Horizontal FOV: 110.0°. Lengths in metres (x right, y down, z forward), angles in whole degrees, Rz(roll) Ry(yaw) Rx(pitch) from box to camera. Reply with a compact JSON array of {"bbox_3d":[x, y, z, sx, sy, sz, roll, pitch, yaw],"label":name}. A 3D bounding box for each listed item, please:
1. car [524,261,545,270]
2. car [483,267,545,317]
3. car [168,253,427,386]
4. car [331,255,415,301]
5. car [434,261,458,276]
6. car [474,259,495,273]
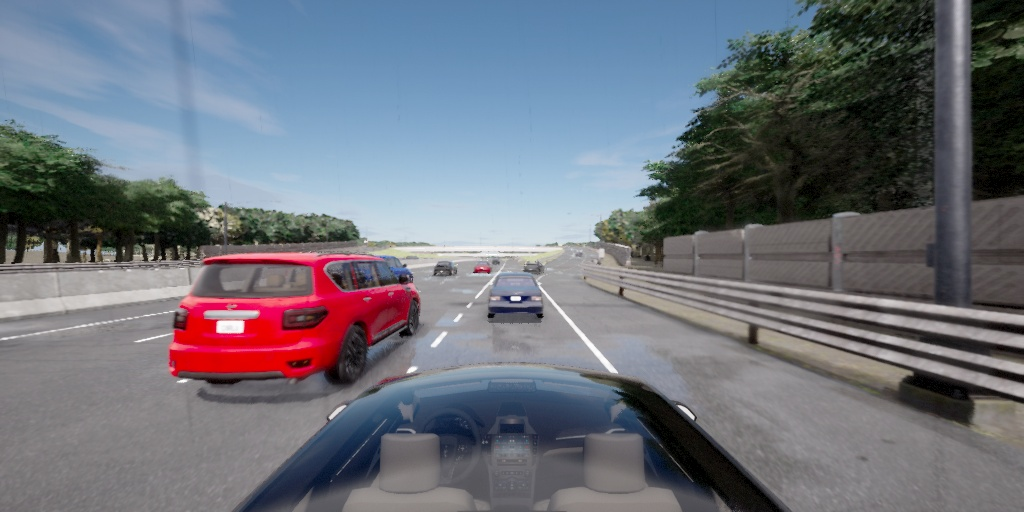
[{"bbox_3d":[2.582,1.272,40.790,2.128,1.511,4.902,1,0,13],"label":"car"},{"bbox_3d":[0.120,1.300,13.066,2.033,1.411,5.357,0,0,0],"label":"car"},{"bbox_3d":[-3.495,0.976,7.138,2.150,2.045,5.566,0,0,0],"label":"car"},{"bbox_3d":[-6.861,0.975,18.551,2.150,2.045,5.566,0,0,0],"label":"car"},{"bbox_3d":[-6.798,1.263,37.059,1.837,1.490,4.892,0,0,0],"label":"car"},{"bbox_3d":[-3.385,1.324,42.774,1.994,1.385,4.181,0,0,0],"label":"car"}]
